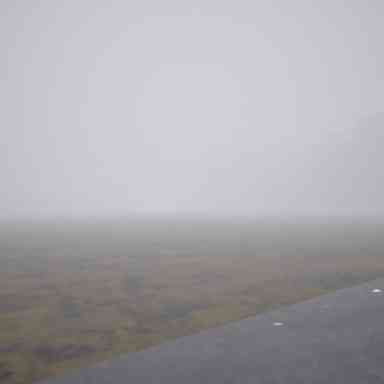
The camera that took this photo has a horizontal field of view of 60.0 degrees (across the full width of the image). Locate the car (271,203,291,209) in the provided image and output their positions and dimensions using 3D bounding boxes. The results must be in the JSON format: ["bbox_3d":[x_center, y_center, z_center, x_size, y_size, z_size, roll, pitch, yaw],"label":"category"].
[{"bbox_3d":[16.180,2.659,62.399,1.882,1.535,5.008,0,-1,-35],"label":"car"}]

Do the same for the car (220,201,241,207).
[{"bbox_3d":[8.135,2.597,68.996,2.097,1.767,4.553,0,-1,-35],"label":"car"}]

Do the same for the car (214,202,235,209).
[{"bbox_3d":[7.268,3.062,74.978,2.128,1.511,4.902,0,-1,-35],"label":"car"}]
